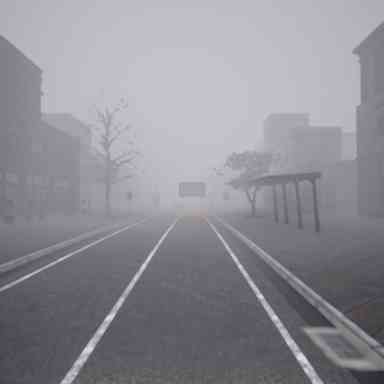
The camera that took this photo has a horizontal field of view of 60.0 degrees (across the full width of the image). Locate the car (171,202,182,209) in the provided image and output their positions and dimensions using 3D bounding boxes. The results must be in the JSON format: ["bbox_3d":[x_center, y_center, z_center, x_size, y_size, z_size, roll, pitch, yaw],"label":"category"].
[{"bbox_3d":[-3.010,2.613,64.589,2.033,1.411,5.357,0,-1,1],"label":"car"}]

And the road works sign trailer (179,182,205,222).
[{"bbox_3d":[0.003,0.856,30.337,2.380,3.560,2.880,0,-1,0],"label":"road works sign trailer"}]
